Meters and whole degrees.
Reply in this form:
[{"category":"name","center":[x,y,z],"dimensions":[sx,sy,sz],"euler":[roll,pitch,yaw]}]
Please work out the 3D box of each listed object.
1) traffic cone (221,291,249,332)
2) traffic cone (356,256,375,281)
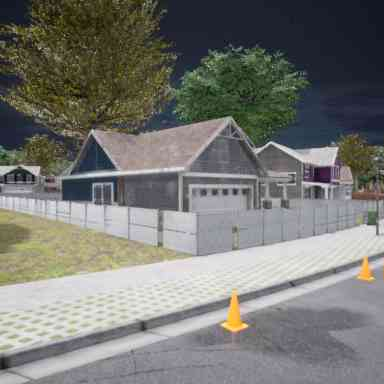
[{"category":"traffic cone","center":[0.710,1.957,5.573],"dimensions":[0.340,0.580,0.340],"euler":[0,0,-38]},{"category":"traffic cone","center":[4.511,1.952,8.639],"dimensions":[0.340,0.580,0.340],"euler":[0,0,-40]}]
